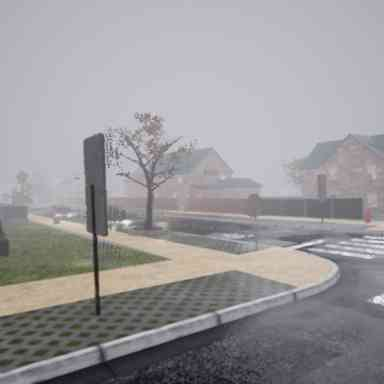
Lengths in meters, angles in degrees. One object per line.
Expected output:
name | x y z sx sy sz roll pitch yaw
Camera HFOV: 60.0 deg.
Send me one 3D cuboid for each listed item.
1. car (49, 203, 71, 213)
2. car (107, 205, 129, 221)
car | -18.616 2.274 46.916 1.895 1.301 4.718 -3 1 -36
car | -7.668 1.921 31.600 1.994 1.385 4.181 -3 1 -36
